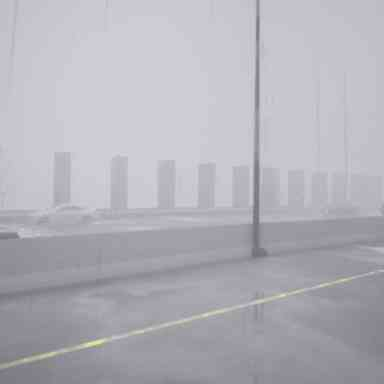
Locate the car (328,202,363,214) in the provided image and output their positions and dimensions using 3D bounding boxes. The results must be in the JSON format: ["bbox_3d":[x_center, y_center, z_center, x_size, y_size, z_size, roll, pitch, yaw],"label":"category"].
[{"bbox_3d":[19.665,1.985,42.457,4.674,1.442,1.812,1,0,-33],"label":"car"}]

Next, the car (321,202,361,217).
[{"bbox_3d":[15.998,1.874,35.878,4.902,1.511,2.128,1,0,-33],"label":"car"}]

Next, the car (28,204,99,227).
[{"bbox_3d":[-8.921,1.581,23.362,4.674,1.442,1.812,1,0,-35],"label":"car"}]

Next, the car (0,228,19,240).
[{"bbox_3d":[-8.411,1.584,10.889,4.718,1.301,1.895,1,0,-35],"label":"car"}]

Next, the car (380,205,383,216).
[{"bbox_3d":[22.776,1.674,36.136,5.566,2.045,2.150,1,-1,-33],"label":"car"}]
